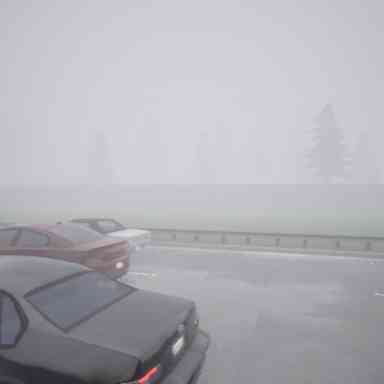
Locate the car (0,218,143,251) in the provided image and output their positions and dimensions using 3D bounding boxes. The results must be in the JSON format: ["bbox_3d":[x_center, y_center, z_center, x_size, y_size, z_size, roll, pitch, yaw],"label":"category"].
[{"bbox_3d":[-3.960,1.477,8.225,5.008,1.535,1.882,0,0,19],"label":"car"}]

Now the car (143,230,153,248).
[{"bbox_3d":[-3.917,1.601,11.901,4.718,1.301,1.895,0,0,18],"label":"car"}]

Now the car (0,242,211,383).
[{"bbox_3d":[-2.510,1.547,4.049,5.357,1.411,2.033,0,0,18],"label":"car"}]
